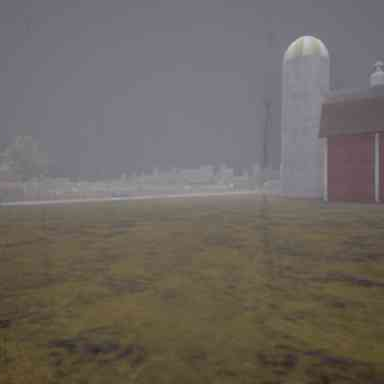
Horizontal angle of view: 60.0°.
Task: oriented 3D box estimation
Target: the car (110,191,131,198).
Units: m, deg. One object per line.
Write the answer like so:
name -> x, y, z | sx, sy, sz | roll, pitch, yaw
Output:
car -> -14.457, 0.493, 67.417 | 1.994, 1.385, 4.181 | 1, 2, 36
